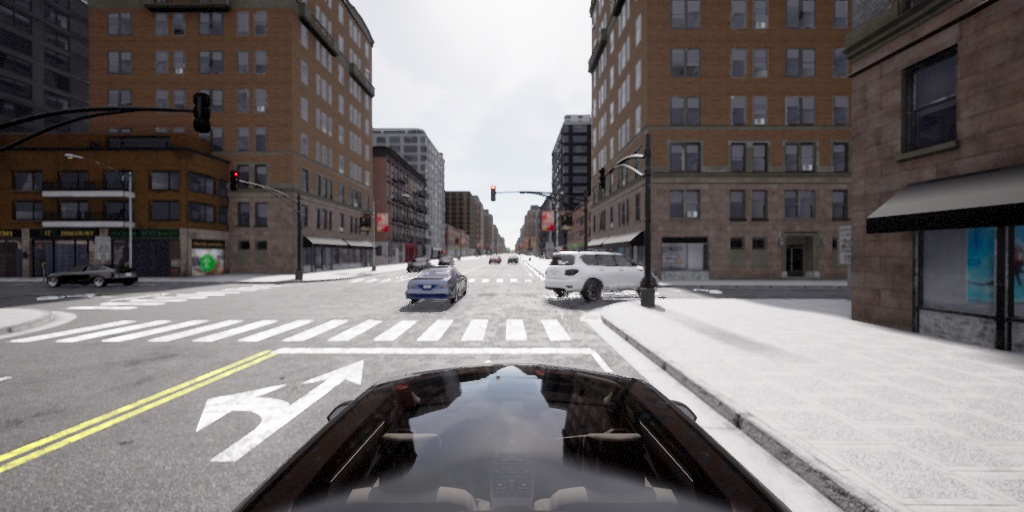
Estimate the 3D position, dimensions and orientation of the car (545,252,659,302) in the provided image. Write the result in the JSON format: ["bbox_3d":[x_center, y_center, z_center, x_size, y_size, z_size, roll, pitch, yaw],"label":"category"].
[{"bbox_3d":[4.123,0.847,16.223,5.566,2.045,2.150,0,-2,-29],"label":"car"}]

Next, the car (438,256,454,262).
[{"bbox_3d":[-9.691,0.796,52.955,1.837,1.490,4.892,0,1,0],"label":"car"}]

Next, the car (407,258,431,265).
[{"bbox_3d":[-9.745,0.931,38.032,1.837,1.490,4.892,0,1,0],"label":"car"}]

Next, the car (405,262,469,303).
[{"bbox_3d":[-3.119,1.173,15.764,2.033,1.411,5.357,0,0,0],"label":"car"}]

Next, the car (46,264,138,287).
[{"bbox_3d":[-25.321,1.155,21.753,4.313,1.339,1.948,0,0,0],"label":"car"}]

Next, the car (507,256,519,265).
[{"bbox_3d":[0.168,0.710,62.239,1.837,1.490,4.892,0,1,0],"label":"car"}]

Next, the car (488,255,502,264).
[{"bbox_3d":[-3.081,0.727,62.665,1.812,1.442,4.674,0,1,0],"label":"car"}]
